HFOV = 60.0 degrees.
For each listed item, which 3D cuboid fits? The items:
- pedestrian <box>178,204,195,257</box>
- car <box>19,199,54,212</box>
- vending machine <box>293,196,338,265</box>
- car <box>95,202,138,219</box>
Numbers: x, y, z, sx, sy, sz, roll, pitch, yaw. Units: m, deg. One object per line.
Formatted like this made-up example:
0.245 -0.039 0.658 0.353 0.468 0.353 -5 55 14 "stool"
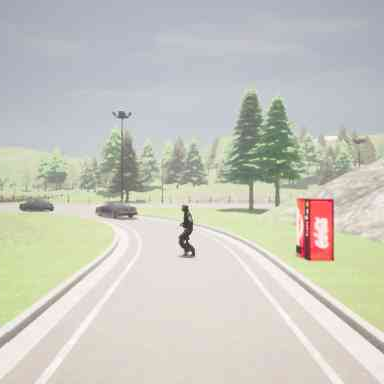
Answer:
-0.192 1.292 11.419 0.375 1.860 0.375 0 0 -3 "pedestrian"
-18.102 1.559 38.720 4.181 1.385 1.994 0 0 27 "car"
3.913 1.194 10.647 1.100 2.100 0.880 0 0 -1 "vending machine"
-6.743 1.543 29.326 2.033 1.411 5.357 0 0 -38 "car"
